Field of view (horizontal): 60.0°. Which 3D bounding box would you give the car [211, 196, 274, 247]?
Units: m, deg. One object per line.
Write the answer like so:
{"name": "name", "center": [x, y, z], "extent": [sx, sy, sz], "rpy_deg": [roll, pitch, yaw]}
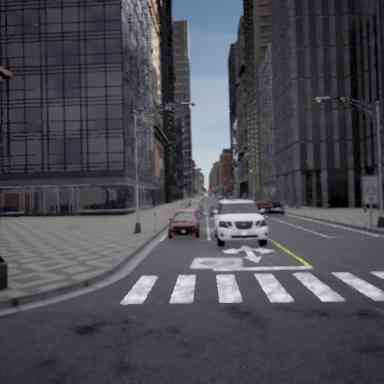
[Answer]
{"name": "car", "center": [2.267, 1.388, 16.496], "extent": [2.150, 2.045, 5.566], "rpy_deg": [-2, -1, 2]}

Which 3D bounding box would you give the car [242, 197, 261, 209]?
{"name": "car", "center": [9.417, 1.688, 52.870], "extent": [2.192, 1.841, 5.009], "rpy_deg": [-1, -1, 2]}

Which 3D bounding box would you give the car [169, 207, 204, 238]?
{"name": "car", "center": [-0.362, 1.819, 19.463], "extent": [1.887, 1.381, 4.507], "rpy_deg": [-1, -1, 2]}

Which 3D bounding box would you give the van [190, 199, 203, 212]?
{"name": "van", "center": [0.690, 1.902, 47.570], "extent": [1.690, 1.788, 3.998], "rpy_deg": [-1, -1, 2]}

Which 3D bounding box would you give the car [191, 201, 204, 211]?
{"name": "car", "center": [0.905, 2.164, 53.188], "extent": [2.008, 1.369, 4.403], "rpy_deg": [-1, -1, 2]}

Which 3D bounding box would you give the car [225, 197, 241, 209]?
{"name": "car", "center": [6.861, 1.829, 56.099], "extent": [2.097, 1.767, 4.553], "rpy_deg": [-2, -1, 2]}

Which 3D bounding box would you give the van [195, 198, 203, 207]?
{"name": "van", "center": [1.535, 2.103, 70.052], "extent": [1.690, 1.788, 3.998], "rpy_deg": [-1, -1, 2]}

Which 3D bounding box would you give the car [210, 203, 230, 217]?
{"name": "car", "center": [3.057, 1.943, 36.774], "extent": [1.994, 1.385, 4.181], "rpy_deg": [-2, -1, 3]}

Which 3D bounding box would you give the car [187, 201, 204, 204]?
{"name": "car", "center": [0.271, 1.996, 36.325], "extent": [1.887, 1.381, 4.507], "rpy_deg": [-1, -1, 2]}

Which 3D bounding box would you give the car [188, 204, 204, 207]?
{"name": "car", "center": [-0.158, 1.858, 24.915], "extent": [1.752, 1.417, 4.829], "rpy_deg": [-1, -1, 2]}

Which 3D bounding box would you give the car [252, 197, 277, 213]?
{"name": "car", "center": [8.995, 1.582, 41.629], "extent": [2.192, 1.841, 5.009], "rpy_deg": [-1, -1, 2]}

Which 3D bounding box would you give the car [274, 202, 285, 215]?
{"name": "car", "center": [8.788, 1.777, 36.006], "extent": [1.947, 1.339, 4.313], "rpy_deg": [-1, -1, 2]}

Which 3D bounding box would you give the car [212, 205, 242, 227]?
{"name": "car", "center": [2.664, 1.823, 26.729], "extent": [2.033, 1.411, 5.357], "rpy_deg": [-2, -1, 3]}

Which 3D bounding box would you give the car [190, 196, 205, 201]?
{"name": "car", "center": [0.478, 1.822, 41.949], "extent": [2.192, 1.841, 5.009], "rpy_deg": [-1, -1, 2]}

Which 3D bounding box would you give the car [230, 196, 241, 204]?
{"name": "car", "center": [10.473, 1.934, 80.972], "extent": [2.192, 1.841, 5.009], "rpy_deg": [-1, -1, 2]}

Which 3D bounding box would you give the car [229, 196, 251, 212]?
{"name": "car", "center": [6.506, 1.600, 45.635], "extent": [2.150, 2.045, 5.566], "rpy_deg": [-2, -1, 0]}

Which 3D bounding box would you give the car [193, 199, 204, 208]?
{"name": "car", "center": [1.326, 2.154, 64.430], "extent": [1.967, 1.590, 4.097], "rpy_deg": [-1, -1, 2]}

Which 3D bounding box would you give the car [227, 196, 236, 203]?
{"name": "car", "center": [10.895, 2.029, 92.212], "extent": [2.192, 1.841, 5.009], "rpy_deg": [-1, -1, 2]}
